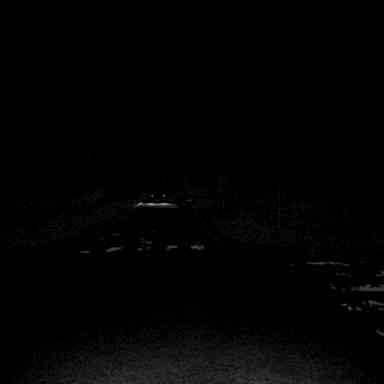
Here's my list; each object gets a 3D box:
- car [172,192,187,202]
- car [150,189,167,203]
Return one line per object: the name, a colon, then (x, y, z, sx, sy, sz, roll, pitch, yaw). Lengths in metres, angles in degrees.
car: (-1.718, 0.678, 45.747, 1.994, 1.385, 4.181, 0, 2, 0)
car: (-4.526, 0.479, 45.197, 2.097, 1.767, 4.553, 0, 2, -2)
